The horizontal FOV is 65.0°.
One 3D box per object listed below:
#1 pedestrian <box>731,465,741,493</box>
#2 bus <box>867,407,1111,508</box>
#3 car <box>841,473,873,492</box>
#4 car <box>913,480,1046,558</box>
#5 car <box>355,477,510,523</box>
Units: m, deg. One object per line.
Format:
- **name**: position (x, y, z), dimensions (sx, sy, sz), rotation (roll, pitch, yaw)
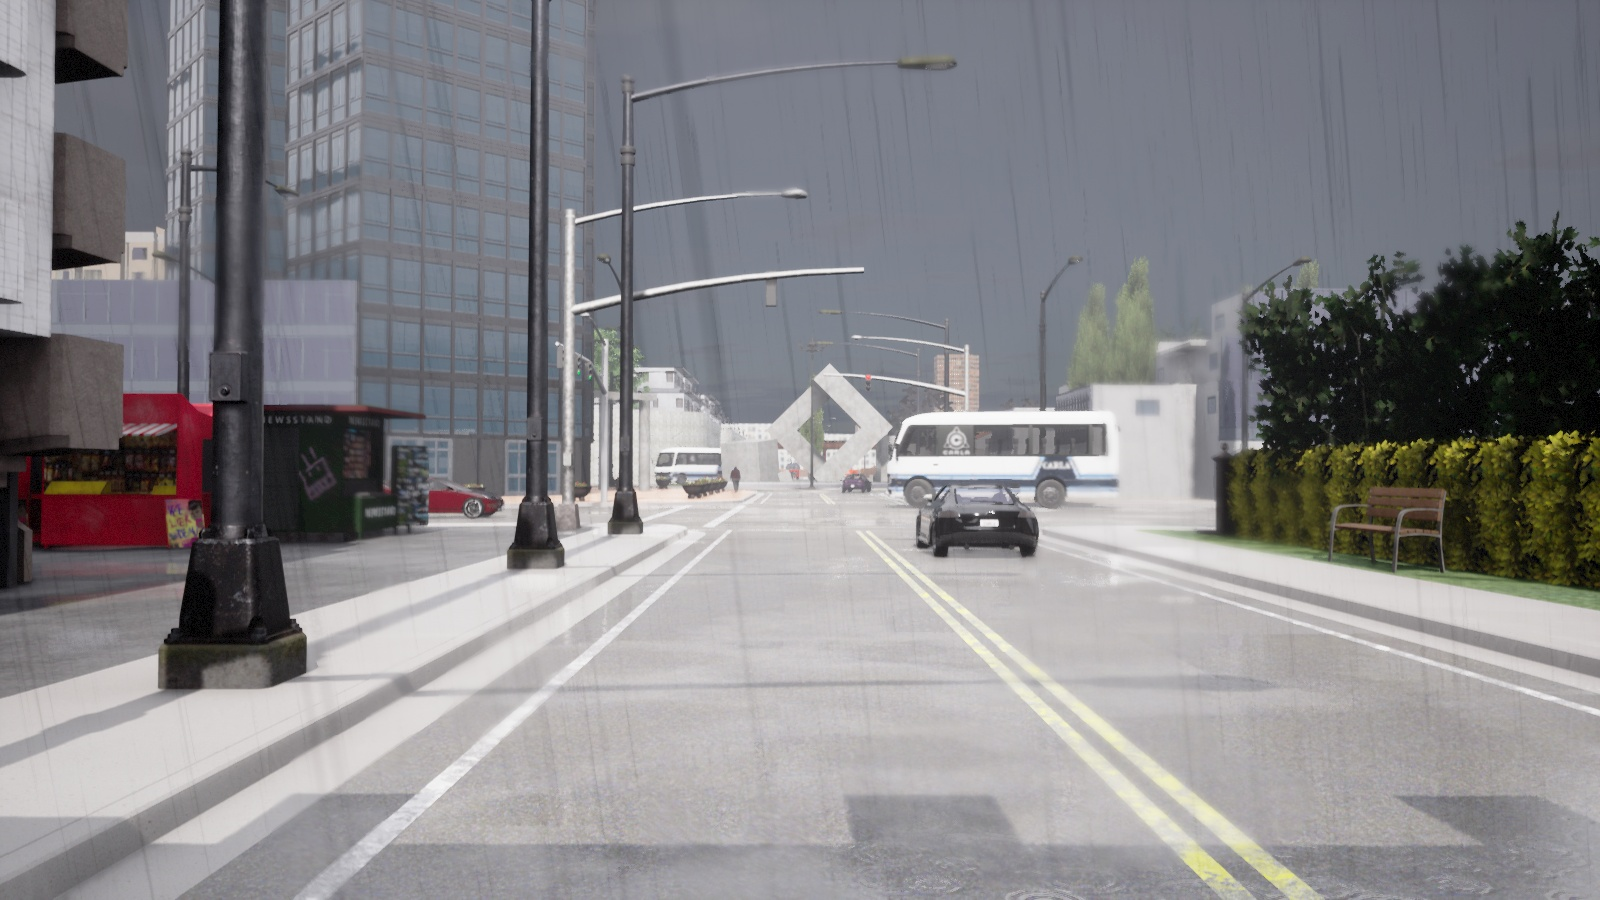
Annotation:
- **pedestrian**: position (-4.305, 1.970, 84.804), dimensions (0.634, 1.844, 0.899), rotation (0, -1, 0)
- **bus**: position (8.342, 0.374, 55.557), dimensions (10.273, 4.253, 3.944), rotation (-1, 0, 11)
- **car**: position (4.427, 2.486, 96.447), dimensions (1.816, 1.474, 4.193), rotation (0, -1, 12)
- **car**: position (3.437, 1.297, 24.800), dimensions (1.994, 1.385, 4.181), rotation (0, -1, 0)
- **car**: position (-12.781, 1.734, 43.870), dimensions (4.792, 1.488, 2.163), rotation (-1, -1, -1)
